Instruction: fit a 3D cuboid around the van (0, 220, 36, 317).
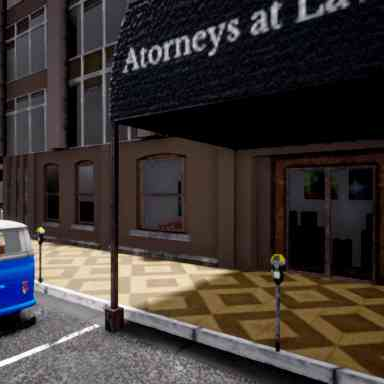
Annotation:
[{"bbox_3d":[-4.573,1.341,6.122,3.998,1.788,1.690,0,0,35],"label":"van"}]
